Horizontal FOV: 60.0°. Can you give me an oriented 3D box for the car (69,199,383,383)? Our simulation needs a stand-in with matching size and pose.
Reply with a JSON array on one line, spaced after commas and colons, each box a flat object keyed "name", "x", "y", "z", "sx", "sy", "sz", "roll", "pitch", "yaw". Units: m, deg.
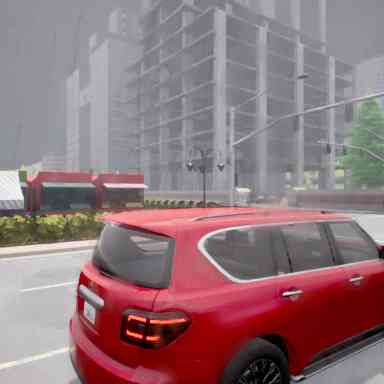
[{"name": "car", "x": 1.232, "y": 1.221, "z": 4.664, "sx": 5.566, "sy": 2.045, "sz": 2.150, "roll": 0, "pitch": 0, "yaw": -35}]

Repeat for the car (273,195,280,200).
[{"name": "car", "x": 14.066, "y": 1.114, "z": 59.881, "sx": 1.905, "sy": 1.878, "sz": 3.866, "roll": 0, "pitch": 0, "yaw": -36}]

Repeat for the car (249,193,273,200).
[{"name": "car", "x": 11.674, "y": 1.114, "z": 58.169, "sx": 1.905, "sy": 1.878, "sz": 3.866, "roll": 0, "pitch": 0, "yaw": -36}]

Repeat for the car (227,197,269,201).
[{"name": "car", "x": 3.876, "y": 1.422, "z": 28.558, "sx": 1.882, "sy": 1.535, "sz": 5.008, "roll": 0, "pitch": 0, "yaw": -36}]
